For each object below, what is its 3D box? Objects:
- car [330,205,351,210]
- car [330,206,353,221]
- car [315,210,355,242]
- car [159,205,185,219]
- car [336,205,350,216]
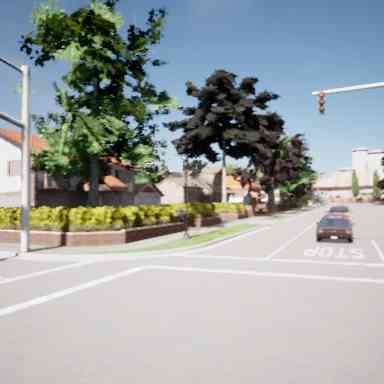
[{"bbox_3d":[12.422,1.973,28.037,2.097,1.767,4.553,-1,-2,25],"label":"car"},{"bbox_3d":[16.317,2.290,36.340,2.128,1.511,4.902,-1,-1,25],"label":"car"},{"bbox_3d":[8.354,1.981,19.340,2.033,1.411,5.357,-1,-2,25],"label":"car"},{"bbox_3d":[-2.496,2.162,35.777,3.806,1.475,1.970,-1,-2,26],"label":"car"},{"bbox_3d":[21.872,2.580,48.127,1.812,1.442,4.674,-1,-2,25],"label":"car"}]
